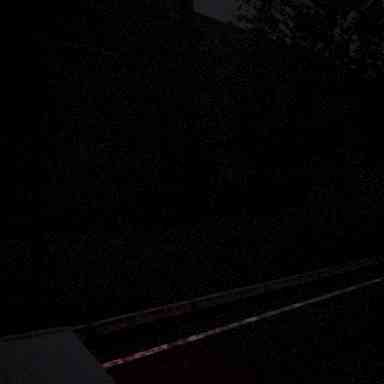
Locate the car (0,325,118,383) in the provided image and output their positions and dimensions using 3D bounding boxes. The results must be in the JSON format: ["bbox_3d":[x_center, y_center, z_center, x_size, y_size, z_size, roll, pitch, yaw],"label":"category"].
[{"bbox_3d":[-2.665,1.601,1.477,4.718,1.301,1.895,0,0,-36],"label":"car"}]
